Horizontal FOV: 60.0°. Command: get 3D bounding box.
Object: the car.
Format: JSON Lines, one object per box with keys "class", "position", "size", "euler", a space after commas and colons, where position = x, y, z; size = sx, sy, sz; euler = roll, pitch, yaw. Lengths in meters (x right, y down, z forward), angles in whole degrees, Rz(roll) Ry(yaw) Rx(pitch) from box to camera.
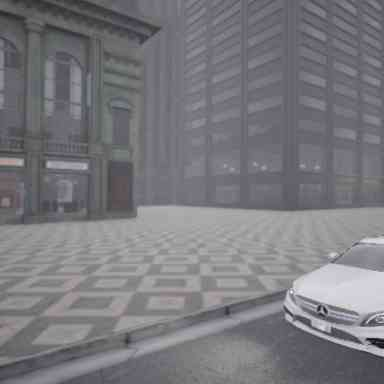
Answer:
{"class": "car", "position": [3.637, 1.542, 5.883], "size": [4.674, 1.442, 1.812], "euler": [0, 0, -36]}
